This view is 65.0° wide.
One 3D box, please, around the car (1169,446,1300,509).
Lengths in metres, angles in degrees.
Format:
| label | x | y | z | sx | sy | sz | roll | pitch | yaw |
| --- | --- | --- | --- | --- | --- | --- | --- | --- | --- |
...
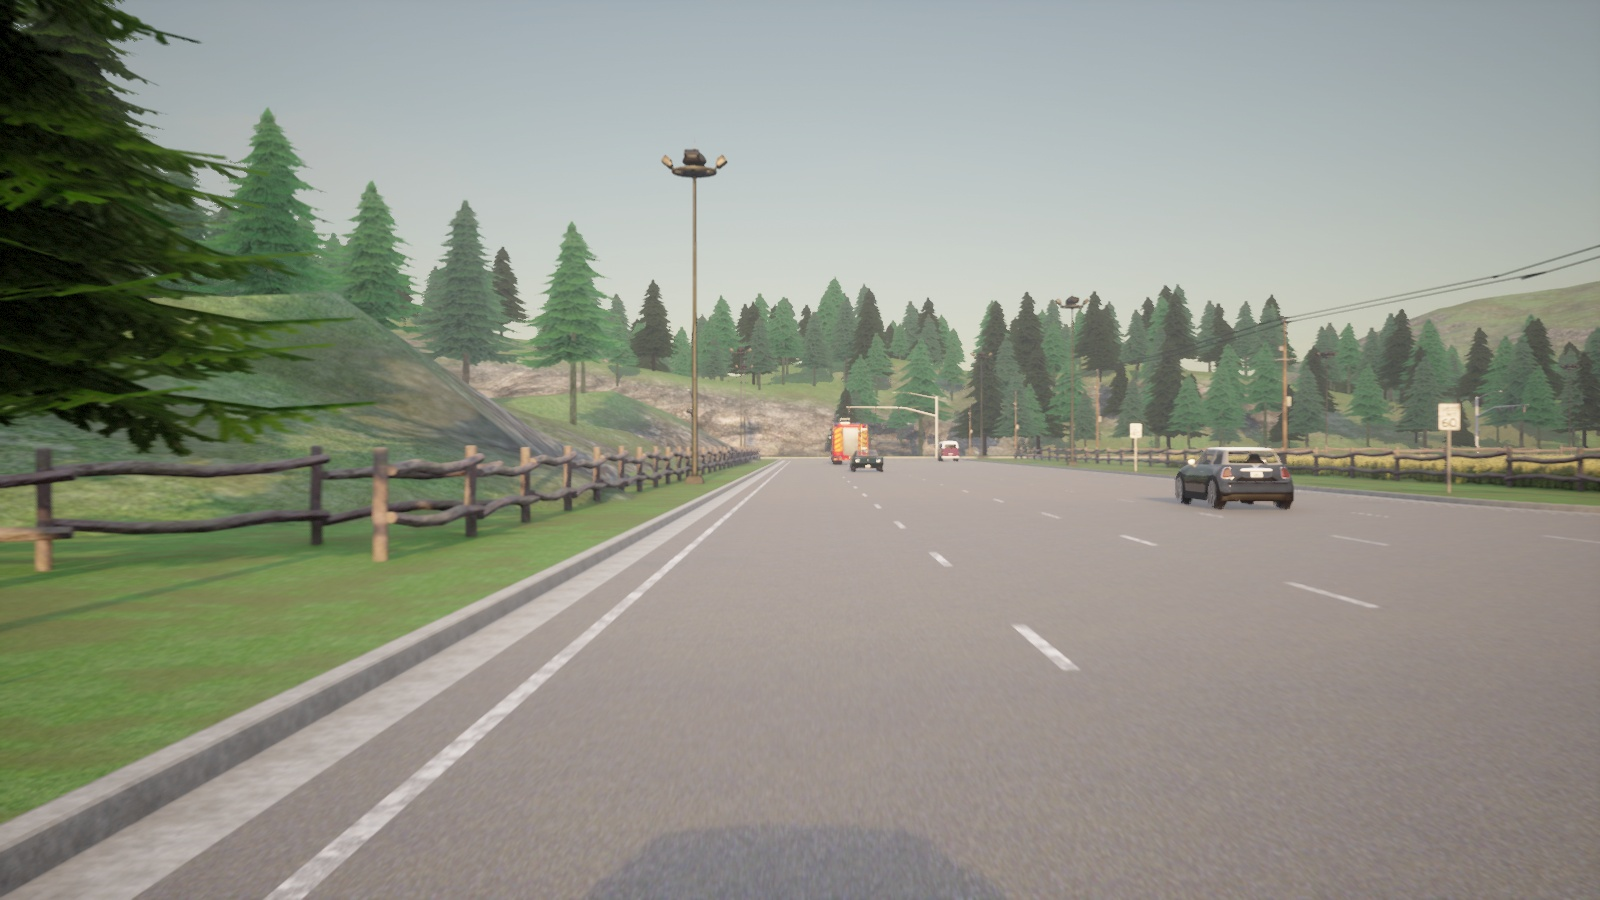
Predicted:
| label | x | y | z | sx | sy | sz | roll | pitch | yaw |
| --- | --- | --- | --- | --- | --- | --- | --- | --- | --- |
| car | 10.695 | 0.643 | 31.210 | 1.970 | 1.475 | 3.806 | 0 | 0 | 0 |

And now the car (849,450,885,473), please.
| label | x | y | z | sx | sy | sz | roll | pitch | yaw |
| --- | --- | --- | --- | --- | --- | --- | --- | --- | --- |
| car | 3.944 | 0.664 | 74.611 | 1.895 | 1.301 | 4.718 | 0 | 0 | 0 |
